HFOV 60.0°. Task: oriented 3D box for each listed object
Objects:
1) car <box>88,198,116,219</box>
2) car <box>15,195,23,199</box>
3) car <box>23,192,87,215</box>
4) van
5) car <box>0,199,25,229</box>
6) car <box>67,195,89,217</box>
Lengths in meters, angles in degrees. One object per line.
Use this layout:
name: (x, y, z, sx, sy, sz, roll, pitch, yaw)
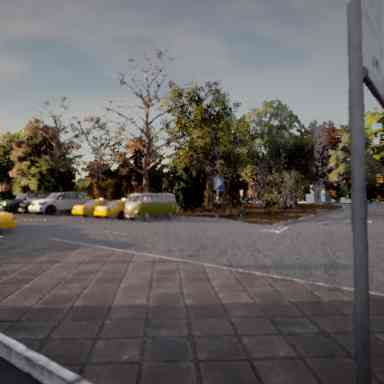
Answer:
car: (-5.197, 1.295, 26.360, 1.946, 1.575, 5.366, 0, 0, 35)
car: (-14.432, 1.317, 32.647, 2.231, 1.521, 4.892, -1, -1, 35)
car: (-12.159, 1.046, 31.027, 2.435, 2.045, 5.566, -1, -1, 35)
van: (-3.090, 1.084, 24.499, 1.878, 1.987, 4.442, 0, 0, 35)
car: (-10.747, 1.262, 14.805, 1.946, 1.575, 5.366, 0, 0, 35)
car: (-7.369, 1.288, 27.898, 1.946, 1.575, 5.366, 0, 0, 35)
